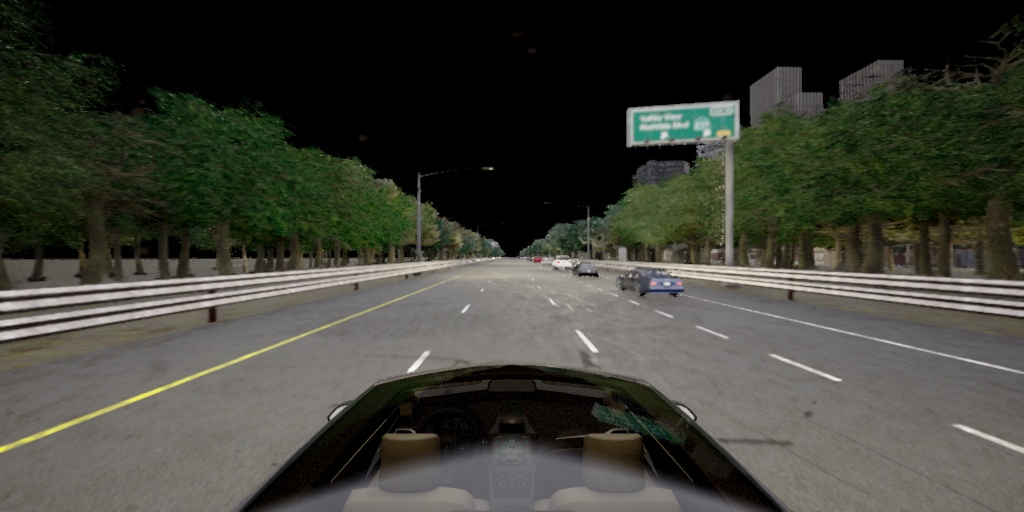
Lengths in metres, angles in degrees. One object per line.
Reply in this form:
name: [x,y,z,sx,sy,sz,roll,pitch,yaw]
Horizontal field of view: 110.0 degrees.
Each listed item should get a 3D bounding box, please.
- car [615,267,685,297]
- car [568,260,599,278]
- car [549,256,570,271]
car: [7.002,1.303,18.727,2.033,1.411,5.357,0,0,0]
car: [7.005,1.322,34.720,1.994,1.385,4.181,0,0,0]
car: [7.004,0.987,50.683,2.150,2.045,5.566,0,0,0]
